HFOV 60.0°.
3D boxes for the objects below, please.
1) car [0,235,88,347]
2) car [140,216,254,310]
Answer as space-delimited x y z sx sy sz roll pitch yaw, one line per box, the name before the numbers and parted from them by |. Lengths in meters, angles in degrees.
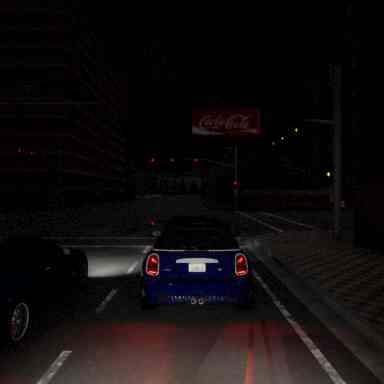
car | -3.420 1.526 6.181 1.812 1.442 4.674 0 0 0
car | 0.085 1.352 7.977 2.097 1.767 4.553 0 0 0
